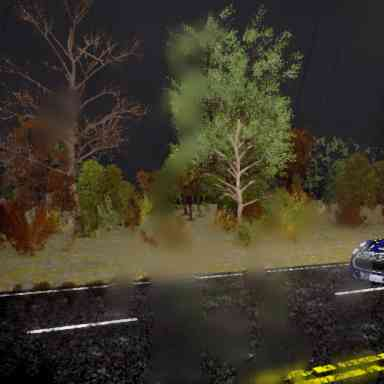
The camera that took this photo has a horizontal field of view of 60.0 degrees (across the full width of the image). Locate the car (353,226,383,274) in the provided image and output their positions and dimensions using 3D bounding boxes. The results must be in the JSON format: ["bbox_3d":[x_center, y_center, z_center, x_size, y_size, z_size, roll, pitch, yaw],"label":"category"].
[{"bbox_3d":[8.599,2.010,12.243,4.892,1.490,1.837,0,-3,-19],"label":"car"}]

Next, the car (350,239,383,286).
[{"bbox_3d":[6.135,1.423,8.027,4.553,1.767,2.097,3,-6,-19],"label":"car"}]
